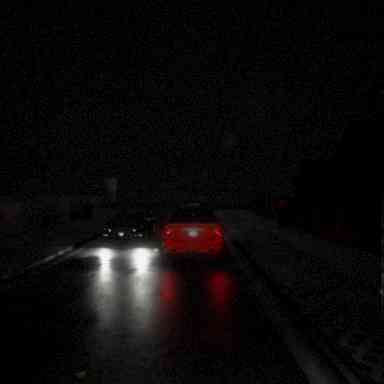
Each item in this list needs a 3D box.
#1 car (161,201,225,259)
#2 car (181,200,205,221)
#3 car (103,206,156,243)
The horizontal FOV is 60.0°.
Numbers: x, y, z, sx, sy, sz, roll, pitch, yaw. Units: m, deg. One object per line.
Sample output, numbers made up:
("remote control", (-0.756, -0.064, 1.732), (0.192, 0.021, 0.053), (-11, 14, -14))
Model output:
("car", (0.083, 1.321, 12.600), (2.097, 1.767, 4.553), (0, 0, 1))
("car", (0.090, 1.468, 27.256), (1.812, 1.442, 4.674), (0, 0, 0))
("car", (-2.838, 1.468, 15.828), (1.837, 1.490, 4.892), (0, 0, 0))
